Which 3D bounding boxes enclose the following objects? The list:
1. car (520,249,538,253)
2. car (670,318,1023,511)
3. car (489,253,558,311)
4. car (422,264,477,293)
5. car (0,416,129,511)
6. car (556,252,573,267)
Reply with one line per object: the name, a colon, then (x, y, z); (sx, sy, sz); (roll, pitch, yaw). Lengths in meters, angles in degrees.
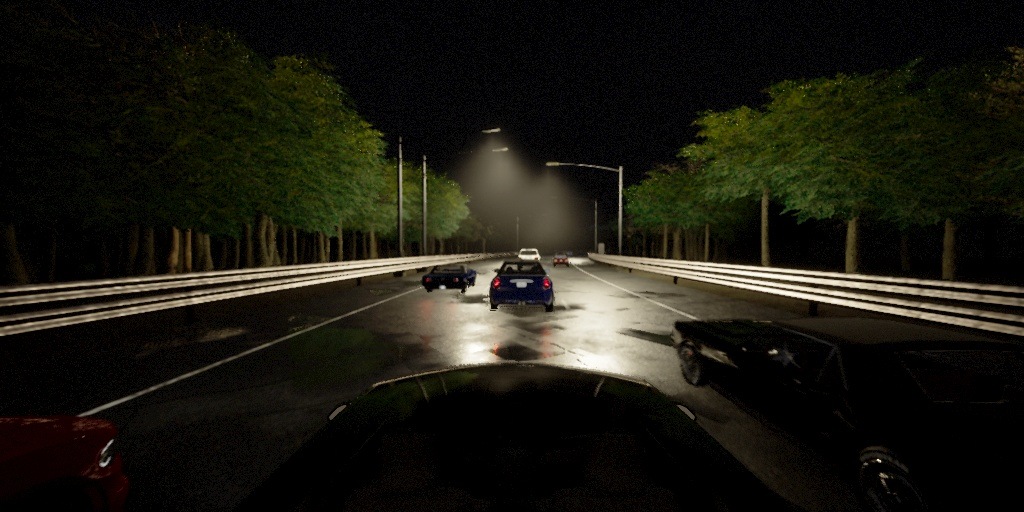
car: (1.780, 0.343, 36.163); (2.150, 2.045, 5.566); (0, 1, 5)
car: (3.520, 1.316, 3.793); (1.895, 1.301, 4.718); (0, 1, 1)
car: (0.373, 0.888, 13.424); (2.097, 1.767, 4.553); (0, 1, 2)
car: (-2.958, 1.049, 18.069); (1.895, 1.301, 4.718); (0, 1, 3)
car: (-3.373, 1.253, 0.160); (1.882, 1.535, 5.008); (0, 1, 0)
car: (5.968, 0.529, 43.920); (2.033, 1.411, 5.357); (0, 1, 6)
